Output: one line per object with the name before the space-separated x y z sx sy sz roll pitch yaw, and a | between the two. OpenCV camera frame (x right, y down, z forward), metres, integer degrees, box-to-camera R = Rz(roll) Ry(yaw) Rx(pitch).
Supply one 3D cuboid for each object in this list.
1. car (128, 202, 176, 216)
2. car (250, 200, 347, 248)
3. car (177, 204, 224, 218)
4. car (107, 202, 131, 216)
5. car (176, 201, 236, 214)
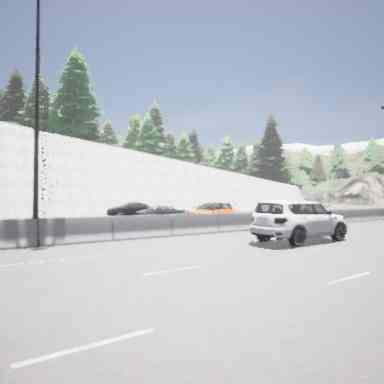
car | -2.783 1.821 27.910 4.181 1.385 1.994 1 -1 -36
car | 5.285 1.428 16.243 5.566 2.045 2.150 1 -1 -36
car | 0.943 1.959 34.894 4.718 1.301 1.895 1 -1 -35
car | -6.202 1.769 34.075 5.008 1.535 1.882 1 -1 -36
car | 1.444 1.631 26.643 4.553 1.767 2.097 1 -1 -36
